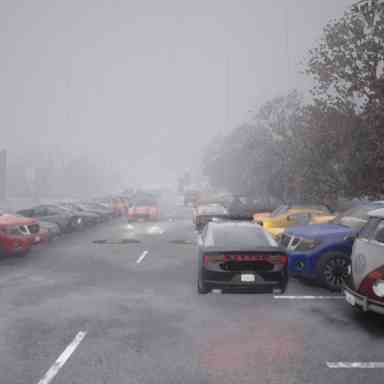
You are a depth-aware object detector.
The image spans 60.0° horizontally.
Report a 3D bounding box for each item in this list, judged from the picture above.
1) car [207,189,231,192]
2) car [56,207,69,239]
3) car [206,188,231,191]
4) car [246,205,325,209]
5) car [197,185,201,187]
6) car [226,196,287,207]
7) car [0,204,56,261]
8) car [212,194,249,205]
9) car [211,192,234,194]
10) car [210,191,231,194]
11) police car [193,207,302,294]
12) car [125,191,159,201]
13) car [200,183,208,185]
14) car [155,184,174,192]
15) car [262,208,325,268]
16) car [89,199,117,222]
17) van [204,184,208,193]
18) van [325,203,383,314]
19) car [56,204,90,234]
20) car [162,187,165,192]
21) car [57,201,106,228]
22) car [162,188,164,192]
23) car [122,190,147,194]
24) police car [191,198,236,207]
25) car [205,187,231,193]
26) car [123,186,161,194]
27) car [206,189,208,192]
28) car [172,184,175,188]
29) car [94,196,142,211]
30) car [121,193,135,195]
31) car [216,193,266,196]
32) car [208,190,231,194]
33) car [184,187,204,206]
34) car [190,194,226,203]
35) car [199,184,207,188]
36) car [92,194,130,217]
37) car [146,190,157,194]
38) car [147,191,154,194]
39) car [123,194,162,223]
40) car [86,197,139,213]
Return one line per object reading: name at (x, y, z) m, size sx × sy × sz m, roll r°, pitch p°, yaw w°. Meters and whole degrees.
car at (5.316, 0.751, 50.301) m, size 5.366 × 1.575 × 1.946 m, roll 0°, pitch 2°, yaw 0°
car at (-8.017, 1.520, 14.038) m, size 4.674 × 1.452 × 2.002 m, roll 0°, pitch 0°, yaw 0°
car at (5.144, 0.535, 56.001) m, size 4.674 × 1.452 × 2.002 m, roll 0°, pitch 3°, yaw 0°
car at (5.060, 1.479, 14.180) m, size 5.008 × 1.535 × 2.097 m, roll 0°, pitch 0°, yaw 0°
car at (0.108, 0.235, 58.669) m, size 2.097 × 1.767 × 4.553 m, roll 0°, pitch 3°, yaw 0°
car at (4.905, 1.370, 28.125) m, size 5.366 × 1.575 × 1.946 m, roll 0°, pitch 1°, yaw 0°
car at (-7.991, 1.228, 11.255) m, size 5.566 × 2.045 × 2.435 m, roll 0°, pitch 0°, yaw 0°
car at (5.092, 0.994, 44.855) m, size 4.792 × 1.488 × 2.163 m, roll 0°, pitch 2°, yaw 0°
car at (5.105, 1.135, 39.275) m, size 5.008 × 1.535 × 2.097 m, roll 0°, pitch 2°, yaw 0°
car at (5.111, 1.054, 42.064) m, size 5.008 × 1.535 × 2.097 m, roll 0°, pitch 2°, yaw 0°
police car at (1.066, 1.425, 8.908) m, size 1.930 × 1.638 × 5.238 m, roll 0°, pitch 0°, yaw 0°
car at (-7.950, 0.635, 53.052) m, size 5.008 × 1.535 × 2.097 m, roll 0°, pitch 2°, yaw 0°
car at (4.947, -0.824, 91.301) m, size 4.553 × 1.767 × 2.185 m, roll 0°, pitch 3°, yaw 0°
car at (-8.193, -0.662, 91.199) m, size 4.792 × 1.488 × 2.163 m, roll 0°, pitch 3°, yaw 0°
car at (5.246, 1.477, 11.271) m, size 5.366 × 1.575 × 1.946 m, roll 0°, pitch 0°, yaw 0°
car at (-8.006, 1.441, 22.400) m, size 5.008 × 1.535 × 2.097 m, roll 0°, pitch 1°, yaw 0°
van at (5.024, 0.000, 61.440) m, size 4.442 × 1.987 × 1.878 m, roll -1°, pitch 3°, yaw 0°
van at (4.934, 1.254, 5.701) m, size 4.442 × 1.987 × 1.878 m, roll 0°, pitch 0°, yaw 0°
car at (-8.039, 1.504, 16.824) m, size 4.792 × 1.488 × 2.163 m, roll 0°, pitch 0°, yaw 0°
car at (-7.959, 0.258, 61.393) m, size 4.792 × 1.488 × 2.163 m, roll 0°, pitch 3°, yaw 0°
car at (-8.010, 1.462, 19.611) m, size 5.008 × 1.535 × 2.097 m, roll 0°, pitch 0°, yaw 0°
car at (-7.905, 0.396, 58.613) m, size 4.792 × 1.488 × 2.163 m, roll 0°, pitch 3°, yaw 0°
car at (-8.001, 1.015, 39.114) m, size 4.553 × 1.767 × 2.185 m, roll 0°, pitch 2°, yaw 0°
police car at (1.084, 1.411, 18.905) m, size 1.930 × 1.638 × 5.238 m, roll 0°, pitch 0°, yaw 0°
car at (5.149, 0.397, 58.783) m, size 4.674 × 1.452 × 2.002 m, roll 0°, pitch 3°, yaw 0°
car at (-7.921, 0.506, 50.251) m, size 5.566 × 2.045 × 2.435 m, roll 0°, pitch 2°, yaw 0°
car at (5.164, 0.662, 53.092) m, size 4.792 × 1.488 × 2.163 m, roll 0°, pitch 3°, yaw 0°
car at (-8.156, -0.850, 93.969) m, size 5.008 × 1.535 × 2.097 m, roll 0°, pitch 3°, yaw 0°
car at (-8.004, 1.241, 36.331) m, size 4.792 × 1.488 × 2.163 m, roll 0°, pitch 1°, yaw 0°
car at (-7.953, 1.205, 30.754) m, size 4.553 × 1.767 × 2.185 m, roll 0°, pitch 1°, yaw 0°
car at (5.099, 1.212, 36.358) m, size 4.892 × 1.521 × 2.231 m, roll 0°, pitch 2°, yaw 0°
car at (5.311, 0.864, 47.507) m, size 5.366 × 1.575 × 1.946 m, roll 0°, pitch 2°, yaw 0°
car at (0.094, 0.699, 44.985) m, size 2.150 × 2.045 × 5.566 m, roll 0°, pitch 2°, yaw 1°
car at (1.094, 1.287, 24.761) m, size 2.097 × 1.767 × 4.553 m, roll 0°, pitch 1°, yaw 0°
car at (4.908, -0.540, 88.542) m, size 5.008 × 1.535 × 2.097 m, roll 0°, pitch 3°, yaw 0°
car at (-7.958, 1.250, 27.974) m, size 4.553 × 1.767 × 2.185 m, roll 0°, pitch 1°, yaw 0°
car at (-7.961, 0.870, 47.474) m, size 4.892 × 1.521 × 2.231 m, roll 0°, pitch 2°, yaw 0°
car at (-7.989, 1.001, 44.698) m, size 4.792 × 1.488 × 2.163 m, roll 0°, pitch 2°, yaw 0°
car at (-3.456, 1.290, 24.737) m, size 2.097 × 1.767 × 4.553 m, roll 0°, pitch 1°, yaw 0°
car at (-7.950, 1.305, 33.544) m, size 4.792 × 1.488 × 2.163 m, roll 0°, pitch 1°, yaw 0°
